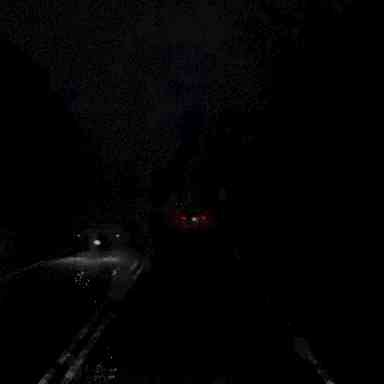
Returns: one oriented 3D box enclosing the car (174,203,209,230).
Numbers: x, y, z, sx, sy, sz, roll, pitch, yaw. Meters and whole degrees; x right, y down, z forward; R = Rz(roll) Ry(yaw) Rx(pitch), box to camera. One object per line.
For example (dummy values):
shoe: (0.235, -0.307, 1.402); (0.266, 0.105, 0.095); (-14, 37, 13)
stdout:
car: (0.128, 1.609, 21.339); (2.033, 1.411, 5.357); (0, 0, 0)

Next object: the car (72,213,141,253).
car: (-3.336, 1.581, 13.635); (1.994, 1.385, 4.181); (0, 0, 0)

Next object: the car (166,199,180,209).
car: (-3.146, 1.910, 55.872); (2.097, 1.767, 4.553); (0, -1, 1)
